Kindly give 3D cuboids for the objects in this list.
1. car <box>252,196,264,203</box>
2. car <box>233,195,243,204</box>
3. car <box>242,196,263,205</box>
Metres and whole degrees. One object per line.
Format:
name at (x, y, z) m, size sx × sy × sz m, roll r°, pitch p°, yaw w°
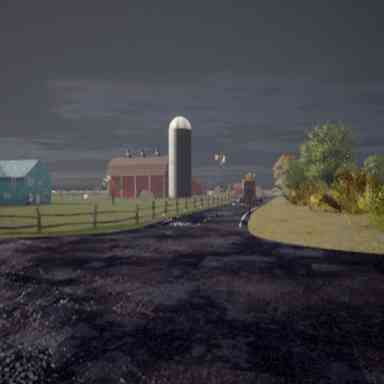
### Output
car at (13.040, 1.423, 65.943) m, size 1.994 × 1.385 × 4.181 m, roll 0°, pitch 0°, yaw 15°
car at (8.722, 1.345, 60.654) m, size 2.128 × 1.511 × 4.902 m, roll 0°, pitch 0°, yaw 15°
car at (10.256, 1.360, 55.898) m, size 2.128 × 1.511 × 4.902 m, roll 0°, pitch 0°, yaw 15°
